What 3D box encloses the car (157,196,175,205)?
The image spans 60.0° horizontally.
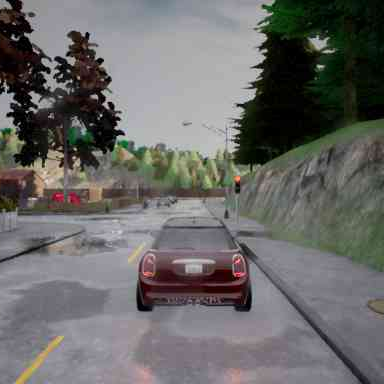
[{"bbox_3d":[-4.087,1.490,49.060,2.128,1.511,4.902,0,0,0],"label":"car"}]

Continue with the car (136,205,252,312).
[{"bbox_3d":[0.055,1.352,7.891,2.097,1.767,4.553,0,0,1],"label":"car"}]

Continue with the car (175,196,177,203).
[{"bbox_3d":[-4.064,1.525,59.090,1.812,1.442,4.674,0,0,0],"label":"car"}]
